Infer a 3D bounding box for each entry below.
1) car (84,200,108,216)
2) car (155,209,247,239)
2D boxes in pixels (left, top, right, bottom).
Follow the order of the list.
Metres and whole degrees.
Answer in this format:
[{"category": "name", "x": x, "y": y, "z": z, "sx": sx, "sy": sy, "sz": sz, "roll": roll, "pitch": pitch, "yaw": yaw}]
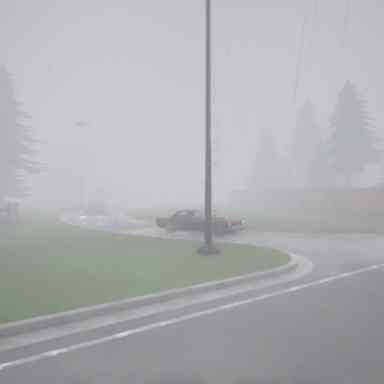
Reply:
[{"category": "car", "x": -9.457, "y": 1.513, "z": 33.005, "sx": 1.812, "sy": 1.442, "sz": 4.674, "roll": 0, "pitch": 0, "yaw": -7}, {"category": "car", "x": 0.430, "y": 1.590, "z": 17.447, "sx": 4.718, "sy": 1.301, "sz": 1.895, "roll": 0, "pitch": 0, "yaw": 35}]
